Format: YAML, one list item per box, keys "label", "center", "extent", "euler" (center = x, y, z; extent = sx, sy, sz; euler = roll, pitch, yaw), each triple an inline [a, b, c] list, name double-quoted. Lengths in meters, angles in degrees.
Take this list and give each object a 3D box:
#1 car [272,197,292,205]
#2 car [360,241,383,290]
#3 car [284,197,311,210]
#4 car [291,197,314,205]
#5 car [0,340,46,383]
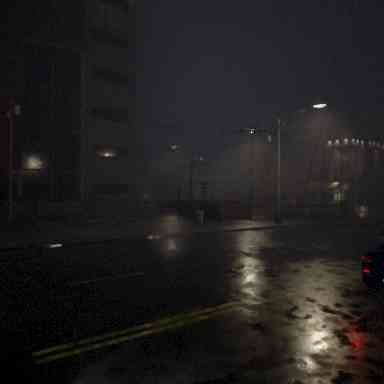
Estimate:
- label: "car"
  center: [18.627, 1.827, 68.669]
  extent: [3.806, 1.475, 1.970]
  euler: [0, 0, -36]
- label: "car"
  center: [5.851, 1.589, 7.954]
  extent: [4.674, 1.442, 1.812]
  euler: [0, 0, -35]
- label: "car"
  center: [14.616, 1.516, 45.609]
  extent: [4.553, 1.767, 2.185]
  euler: [0, 0, -36]
- label: "car"
  center: [21.531, 1.795, 64.666]
  extent: [4.674, 1.452, 2.002]
  euler: [0, 0, -36]
- label: "car"
  center: [-3.388, 1.533, 1.335]
  extent: [5.357, 1.411, 2.033]
  euler: [0, 0, -35]
